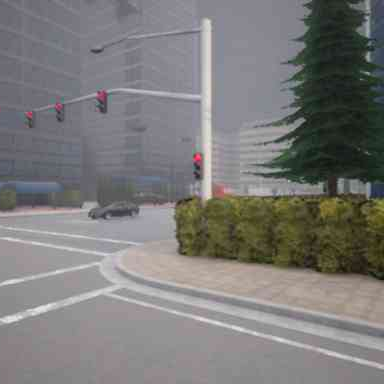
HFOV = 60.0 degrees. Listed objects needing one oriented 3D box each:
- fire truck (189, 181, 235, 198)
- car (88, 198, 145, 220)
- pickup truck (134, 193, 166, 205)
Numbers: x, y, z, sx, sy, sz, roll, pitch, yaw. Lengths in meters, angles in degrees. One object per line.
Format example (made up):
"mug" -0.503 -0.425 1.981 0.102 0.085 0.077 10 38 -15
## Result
"fire truck" 2.991 0.383 48.182 2.891 3.827 8.468 0 0 35
"car" -6.633 1.545 28.527 1.837 1.490 4.892 0 1 35
"pickup truck" -7.528 1.135 56.016 6.274 2.098 2.390 0 0 -24
